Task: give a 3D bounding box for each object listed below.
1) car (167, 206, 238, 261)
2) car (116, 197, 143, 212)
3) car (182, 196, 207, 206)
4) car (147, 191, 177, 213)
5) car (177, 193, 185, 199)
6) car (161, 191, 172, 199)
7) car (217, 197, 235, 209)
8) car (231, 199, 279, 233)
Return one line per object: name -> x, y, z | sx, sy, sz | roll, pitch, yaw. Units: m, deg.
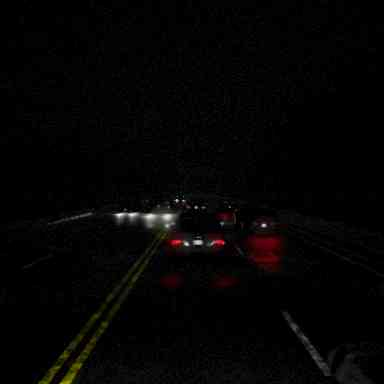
car -> 0.201, 1.443, 11.841 | 2.033, 1.411, 5.357 | 0, 1, 1
car -> -6.273, 1.265, 34.063 | 2.033, 1.411, 5.357 | 0, 0, 1
car -> 0.379, 1.301, 29.586 | 2.033, 1.411, 5.357 | 0, 0, 1
car -> -3.033, 0.949, 33.054 | 2.150, 2.045, 5.566 | 0, 0, 1
car -> -2.535, 0.934, 74.361 | 1.837, 1.490, 4.892 | 0, 0, 1
car -> -5.772, 0.753, 75.752 | 2.097, 1.767, 4.553 | 0, 0, 1
car -> 3.678, 1.207, 34.447 | 2.128, 1.511, 4.902 | 0, 0, 1
car -> 3.525, 1.346, 18.603 | 1.837, 1.490, 4.892 | 0, 1, 1
